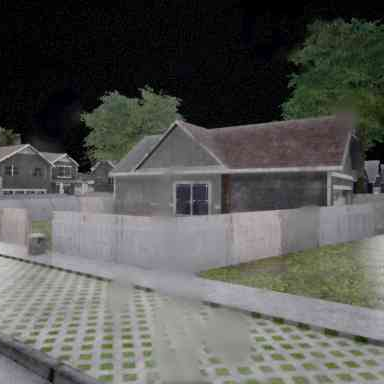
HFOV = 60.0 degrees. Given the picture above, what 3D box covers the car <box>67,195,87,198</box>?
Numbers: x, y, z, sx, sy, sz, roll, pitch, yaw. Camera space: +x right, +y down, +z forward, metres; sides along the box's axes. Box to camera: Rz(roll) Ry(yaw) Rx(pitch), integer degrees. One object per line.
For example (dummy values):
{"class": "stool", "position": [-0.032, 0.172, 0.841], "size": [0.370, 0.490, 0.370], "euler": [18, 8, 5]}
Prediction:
{"class": "car", "position": [-12.737, 1.163, 36.180], "size": [1.837, 1.490, 4.892], "euler": [1, 1, 34]}
